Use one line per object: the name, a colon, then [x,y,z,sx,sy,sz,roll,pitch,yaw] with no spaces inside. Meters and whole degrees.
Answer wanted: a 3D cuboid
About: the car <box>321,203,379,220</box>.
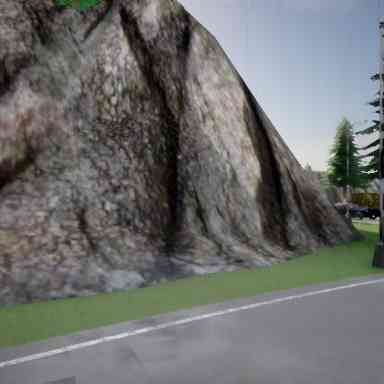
car: [13.399,1.601,28.255,1.895,1.301,4.718,0,0,-26]
